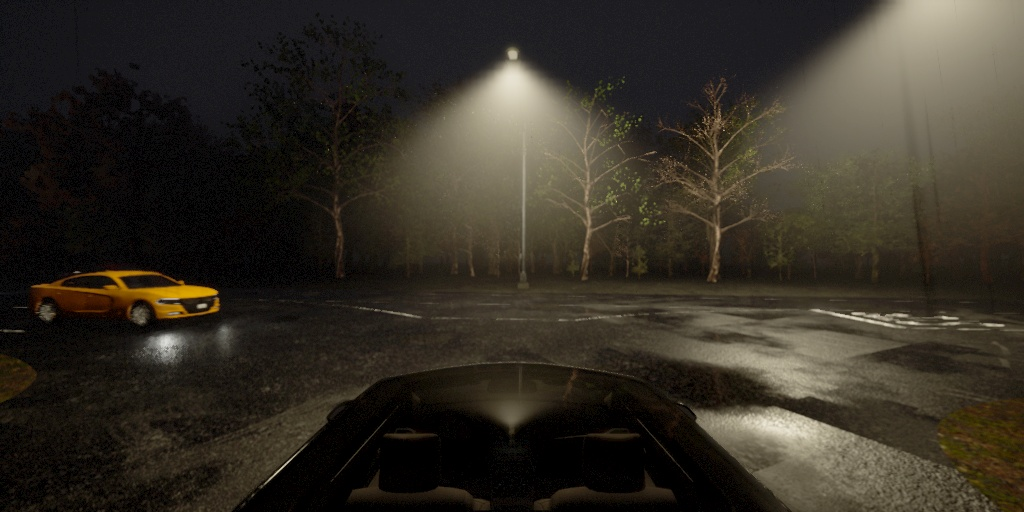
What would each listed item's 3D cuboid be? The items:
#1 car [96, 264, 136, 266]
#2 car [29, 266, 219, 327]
[{"bbox_3d":[-21.587,1.178,19.252,5.008,1.535,1.882,0,0,7],"label":"car"},{"bbox_3d":[-11.719,1.203,10.981,5.008,1.535,1.882,0,0,7],"label":"car"}]
